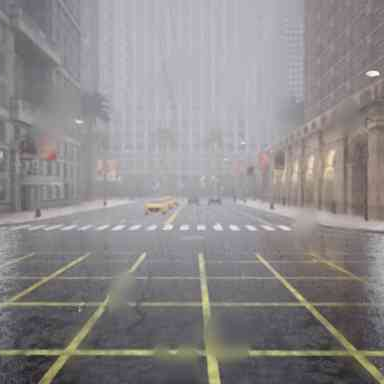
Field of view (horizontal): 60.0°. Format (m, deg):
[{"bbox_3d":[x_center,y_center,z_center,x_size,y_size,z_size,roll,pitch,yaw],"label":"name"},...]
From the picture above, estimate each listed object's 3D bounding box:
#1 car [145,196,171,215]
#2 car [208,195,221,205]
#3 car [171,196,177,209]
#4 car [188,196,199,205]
[{"bbox_3d":[-3.509,1.401,33.410,1.882,1.535,5.008,0,0,0],"label":"car"},{"bbox_3d":[3.812,1.222,56.376,2.097,1.767,4.553,0,0,1],"label":"car"},{"bbox_3d":[-3.411,1.379,42.719,1.882,1.535,5.008,0,0,1],"label":"car"},{"bbox_3d":[0.312,1.361,56.450,2.128,1.511,4.902,0,0,1],"label":"car"}]
